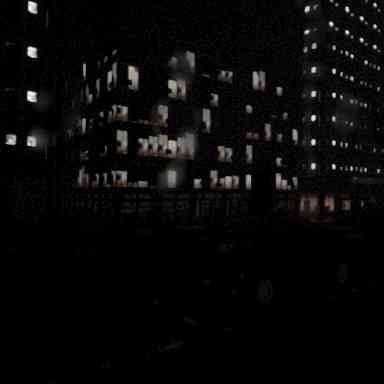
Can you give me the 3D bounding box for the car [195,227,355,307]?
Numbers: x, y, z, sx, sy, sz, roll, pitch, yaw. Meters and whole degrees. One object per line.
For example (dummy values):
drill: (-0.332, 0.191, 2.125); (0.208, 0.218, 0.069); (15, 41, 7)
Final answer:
car: (2.152, 1.594, 8.090); (4.507, 1.381, 1.887); (1, 0, -35)
